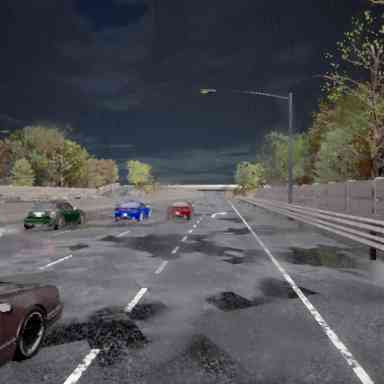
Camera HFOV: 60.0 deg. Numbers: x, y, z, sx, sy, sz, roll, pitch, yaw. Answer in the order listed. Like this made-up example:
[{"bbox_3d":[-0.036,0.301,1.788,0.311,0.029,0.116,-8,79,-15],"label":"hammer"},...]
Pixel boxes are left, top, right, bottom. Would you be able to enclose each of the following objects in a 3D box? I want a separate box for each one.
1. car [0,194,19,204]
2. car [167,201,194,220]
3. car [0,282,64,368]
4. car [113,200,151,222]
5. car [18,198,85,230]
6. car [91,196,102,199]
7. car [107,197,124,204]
[{"bbox_3d":[-24.311,1.358,43.805,2.097,1.767,4.553,0,0,6],"label":"car"},{"bbox_3d":[-0.896,1.478,28.376,1.882,1.535,5.008,0,0,5],"label":"car"},{"bbox_3d":[-3.184,1.547,2.929,2.033,1.411,5.357,0,0,5],"label":"car"},{"bbox_3d":[-4.591,1.478,26.392,1.882,1.535,5.008,0,0,5],"label":"car"},{"bbox_3d":[-8.572,1.354,21.183,2.097,1.767,4.553,0,0,5],"label":"car"},{"bbox_3d":[-18.769,1.563,65.398,1.812,1.442,4.674,0,0,6],"label":"car"},{"bbox_3d":[-15.169,1.639,66.306,1.895,1.301,4.718,0,0,5],"label":"car"}]
